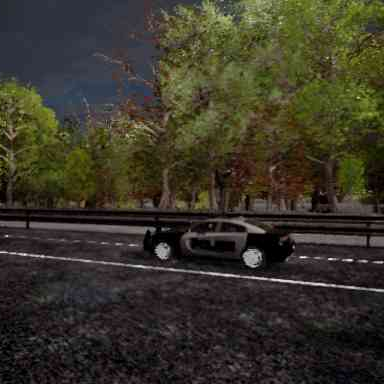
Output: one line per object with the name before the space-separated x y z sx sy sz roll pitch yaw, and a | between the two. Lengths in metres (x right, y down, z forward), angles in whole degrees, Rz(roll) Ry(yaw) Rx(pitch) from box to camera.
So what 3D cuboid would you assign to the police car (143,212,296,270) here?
police car | 0.783 1.517 11.336 5.238 1.638 1.930 -1 0 25
